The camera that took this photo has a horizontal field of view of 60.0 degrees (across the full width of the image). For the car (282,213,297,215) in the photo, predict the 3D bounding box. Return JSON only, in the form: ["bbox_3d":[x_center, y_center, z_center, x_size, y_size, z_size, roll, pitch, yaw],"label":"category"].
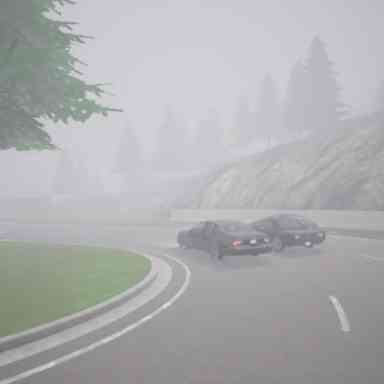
[{"bbox_3d":[5.325,1.952,19.615,1.994,1.385,4.181,0,-2,-33],"label":"car"}]

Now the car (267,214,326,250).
[{"bbox_3d":[3.906,1.924,15.854,1.895,1.301,4.718,0,-2,-24],"label":"car"}]

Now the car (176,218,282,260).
[{"bbox_3d":[1.107,1.876,14.009,2.033,1.411,5.357,0,-2,-25],"label":"car"}]
